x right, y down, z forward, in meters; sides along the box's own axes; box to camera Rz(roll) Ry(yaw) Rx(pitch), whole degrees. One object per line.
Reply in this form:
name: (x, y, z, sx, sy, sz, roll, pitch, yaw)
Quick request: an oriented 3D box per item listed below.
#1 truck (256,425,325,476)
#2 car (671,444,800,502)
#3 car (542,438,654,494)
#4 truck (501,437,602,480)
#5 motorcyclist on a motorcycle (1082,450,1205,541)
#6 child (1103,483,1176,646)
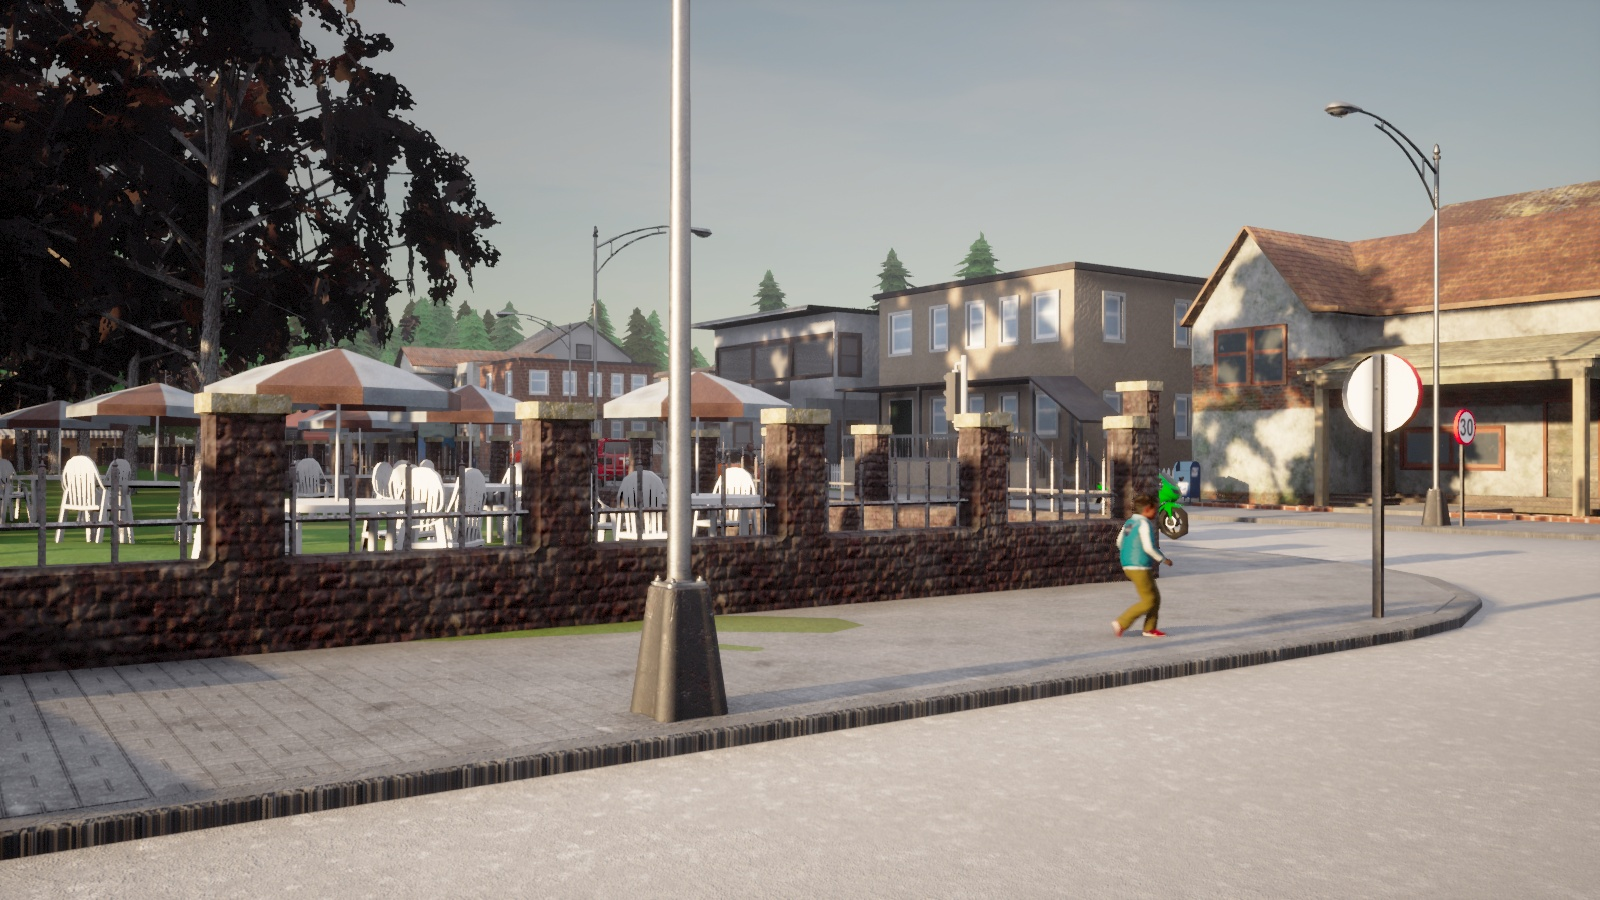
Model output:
truck: (-36.596, 0.061, 90.048, 2.891, 3.462, 7.936, 0, 0, -35)
car: (-2.155, 0.708, 40.806, 2.097, 1.767, 4.553, 0, 0, -35)
car: (-7.976, 0.601, 49.126, 2.150, 2.045, 5.566, 0, 0, -35)
truck: (-14.668, 0.471, 74.156, 5.204, 2.467, 2.627, 0, 0, -35)
motorcyclist on a motorcycle: (6.029, 0.768, 22.132, 0.797, 1.523, 2.044, 0, 0, -35)
child: (2.554, 0.851, 9.470, 0.448, 1.192, 0.343, 0, 0, -3)
